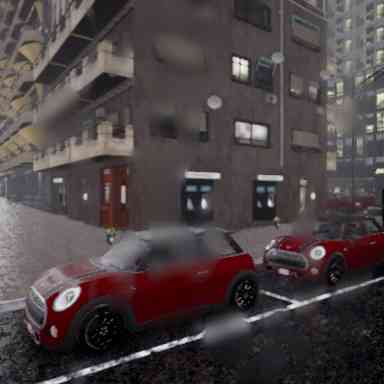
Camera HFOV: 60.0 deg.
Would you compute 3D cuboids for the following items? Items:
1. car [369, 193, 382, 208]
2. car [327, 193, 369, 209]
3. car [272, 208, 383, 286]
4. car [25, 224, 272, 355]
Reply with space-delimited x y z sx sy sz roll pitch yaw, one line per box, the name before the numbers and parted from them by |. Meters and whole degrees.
car | 19.505 0.973 35.208 2.192 1.841 5.009 1 0 -36
car | 12.762 0.966 30.234 2.192 1.841 5.009 1 0 -36
car | 3.883 1.427 9.325 4.097 1.590 1.967 0 0 -35
car | -0.744 1.436 6.026 4.097 1.590 1.967 0 0 -35
